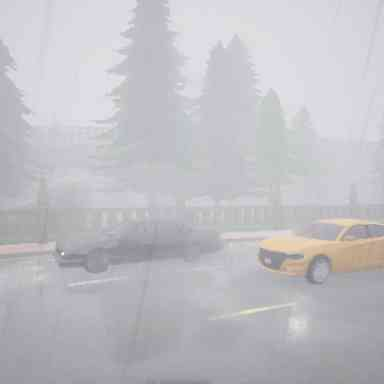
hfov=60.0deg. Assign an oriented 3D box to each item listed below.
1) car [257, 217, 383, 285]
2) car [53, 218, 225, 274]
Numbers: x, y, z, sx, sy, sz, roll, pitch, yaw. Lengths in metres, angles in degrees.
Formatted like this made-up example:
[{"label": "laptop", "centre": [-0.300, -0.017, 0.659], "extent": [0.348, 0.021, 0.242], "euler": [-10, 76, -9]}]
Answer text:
[{"label": "car", "centre": [4.252, 1.527, 9.634], "extent": [5.008, 1.535, 1.882], "euler": [0, 0, -24]}, {"label": "car", "centre": [-1.546, 1.576, 10.720], "extent": [5.357, 1.411, 2.033], "euler": [0, 0, -28]}]
